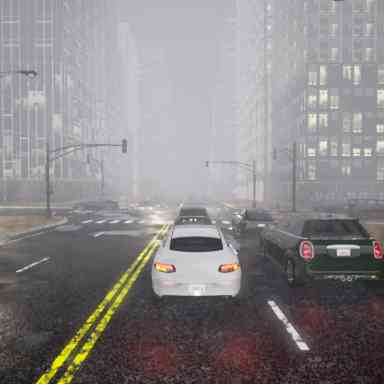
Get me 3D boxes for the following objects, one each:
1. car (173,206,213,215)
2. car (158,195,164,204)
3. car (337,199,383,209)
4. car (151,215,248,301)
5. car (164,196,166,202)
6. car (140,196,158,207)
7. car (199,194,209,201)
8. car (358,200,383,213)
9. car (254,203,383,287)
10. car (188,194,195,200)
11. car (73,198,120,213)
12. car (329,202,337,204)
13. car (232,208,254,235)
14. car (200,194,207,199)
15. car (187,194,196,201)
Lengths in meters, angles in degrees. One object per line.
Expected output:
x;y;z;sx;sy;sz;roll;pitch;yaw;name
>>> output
0.057;1.495;17.408;1.837;1.490;4.892;0;0;0;car
-6.721;1.429;61.076;1.882;1.535;5.008;0;0;1;car
16.127;1.519;29.575;5.009;1.841;2.192;1;0;1;car
0.081;1.522;8.160;1.812;1.442;4.674;0;0;0;car
-6.680;1.416;71.451;1.882;1.535;5.008;0;0;0;car
-6.717;1.528;50.752;1.994;1.385;4.181;0;0;0;car
3.050;1.396;80.332;1.882;1.535;5.008;0;0;0;car
21.715;1.643;37.876;4.829;1.417;1.752;1;0;1;car
3.327;1.348;9.436;2.097;1.767;4.553;0;0;0;car
-0.227;1.220;90.742;1.882;1.535;5.008;0;0;0;car
-10.218;1.367;35.703;4.902;1.511;2.128;1;1;1;car
15.004;1.701;35.378;4.718;1.301;1.895;0;1;1;car
3.305;1.555;17.823;1.994;1.385;4.181;0;0;0;car
3.023;1.266;90.749;1.812;1.442;4.674;0;0;0;car
-0.200;1.418;80.325;1.837;1.490;4.892;0;0;0;car
